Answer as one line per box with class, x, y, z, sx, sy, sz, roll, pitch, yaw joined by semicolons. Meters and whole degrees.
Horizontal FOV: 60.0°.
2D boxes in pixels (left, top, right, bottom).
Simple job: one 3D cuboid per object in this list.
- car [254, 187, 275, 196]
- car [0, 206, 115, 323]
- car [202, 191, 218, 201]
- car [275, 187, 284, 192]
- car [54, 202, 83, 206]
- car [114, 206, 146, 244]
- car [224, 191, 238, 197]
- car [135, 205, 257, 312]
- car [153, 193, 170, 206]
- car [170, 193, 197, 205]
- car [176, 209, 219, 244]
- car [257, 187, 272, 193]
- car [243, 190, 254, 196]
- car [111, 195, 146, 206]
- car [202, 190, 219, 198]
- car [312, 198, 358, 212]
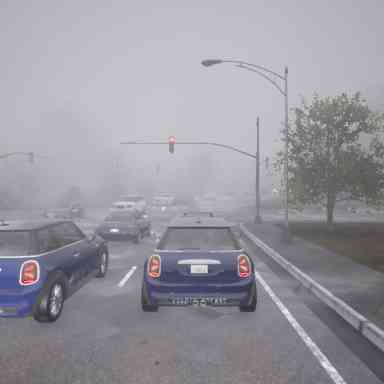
car;17.659;0.140;80.965;2.128;1.511;4.902;0;3;33
car;-3.365;1.361;7.392;2.097;1.767;4.553;0;0;0
car;3.652;1.123;69.282;1.812;1.442;4.674;0;3;23
car;23.399;-0.601;89.366;1.882;1.535;5.008;0;3;38
car;-9.916;1.546;26.182;2.128;1.511;4.902;0;0;4
car;-3.200;1.593;16.004;1.994;1.385;4.181;0;0;2
car;9.532;0.469;81.002;1.895;1.301;4.718;0;3;28
car;0.139;1.361;7.896;2.097;1.767;4.553;0;0;0
car;-4.723;1.270;56.427;2.150;2.045;5.566;0;1;15
car;-1.321;1.258;55.584;2.150;2.045;5.566;0;2;16
car;0.326;1.632;16.927;1.895;1.301;4.718;0;0;2
car;19.799;-0.524;90.386;2.128;1.511;4.902;0;3;38
car;14.130;0.204;81.901;1.812;1.442;4.674;0;3;33
car;-5.966;1.290;31.705;2.150;2.045;5.566;0;0;7
car;4.415;0.479;78.986;2.097;1.767;4.553;0;3;28
car;16.433;1.531;38.418;4.892;1.490;1.837;-1;0;4
